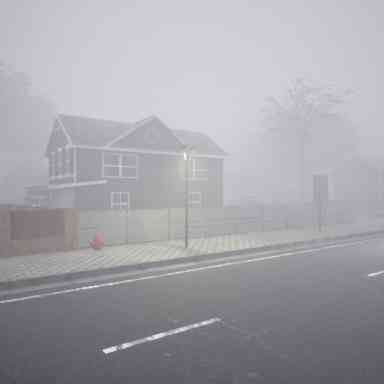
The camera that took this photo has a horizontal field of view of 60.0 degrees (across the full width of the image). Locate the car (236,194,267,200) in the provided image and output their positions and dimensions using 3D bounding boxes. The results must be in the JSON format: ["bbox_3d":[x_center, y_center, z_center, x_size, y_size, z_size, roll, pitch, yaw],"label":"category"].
[{"bbox_3d":[7.802,1.281,41.437,2.150,2.045,5.566,0,0,-35],"label":"car"}]
